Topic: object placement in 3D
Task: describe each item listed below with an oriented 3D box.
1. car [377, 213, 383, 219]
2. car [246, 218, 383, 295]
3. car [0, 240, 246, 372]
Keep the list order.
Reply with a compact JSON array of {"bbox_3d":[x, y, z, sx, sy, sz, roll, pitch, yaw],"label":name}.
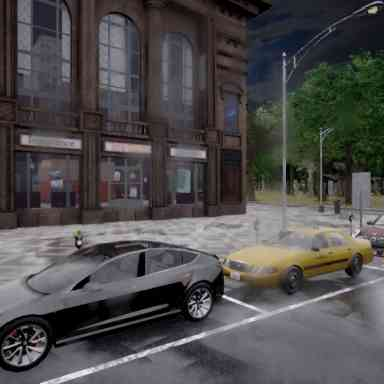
[{"bbox_3d":[7.475,1.441,11.988,4.097,1.590,1.967,0,0,-36],"label":"car"},{"bbox_3d":[2.911,1.525,8.730,4.829,1.417,1.752,0,0,-36],"label":"car"},{"bbox_3d":[-1.376,1.566,5.668,4.313,1.339,1.947,0,0,-36],"label":"car"}]
